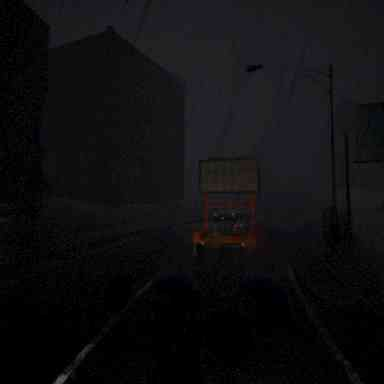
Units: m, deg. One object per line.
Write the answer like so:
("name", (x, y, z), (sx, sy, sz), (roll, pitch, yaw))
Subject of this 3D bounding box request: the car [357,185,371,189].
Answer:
("car", (42.698, -0.953, 85.256), (4.892, 1.521, 2.231), (3, -5, -27))

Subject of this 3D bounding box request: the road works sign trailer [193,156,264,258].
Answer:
("road works sign trailer", (1.493, 0.445, 12.923), (2.380, 3.560, 2.880), (-1, 0, 20))

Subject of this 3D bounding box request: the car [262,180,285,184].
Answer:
("car", (17.558, -1.951, 73.596), (4.674, 1.452, 2.002), (2, -5, -21))

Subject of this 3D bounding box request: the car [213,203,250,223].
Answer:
("car", (3.279, 1.649, 26.453), (1.812, 1.442, 4.674), (-2, -1, 27))

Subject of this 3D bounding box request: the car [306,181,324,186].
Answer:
("car", (27.743, -1.727, 77.937), (4.553, 1.767, 2.185), (2, -5, -24))

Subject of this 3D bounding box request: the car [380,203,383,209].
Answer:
("car", (33.298, 2.030, 54.971), (4.674, 1.442, 1.812), (0, -4, -25))

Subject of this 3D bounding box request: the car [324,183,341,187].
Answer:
("car", (32.930, -1.358, 80.343), (4.792, 1.488, 2.163), (2, -5, -25))

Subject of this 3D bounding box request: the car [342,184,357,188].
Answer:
("car", (37.884, -1.134, 82.767), (4.674, 1.452, 2.002), (2, -5, -26))

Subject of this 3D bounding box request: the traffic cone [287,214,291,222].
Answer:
("traffic cone", (7.206, 1.954, 24.731), (0.340, 0.580, 0.340), (-2, -1, 19))

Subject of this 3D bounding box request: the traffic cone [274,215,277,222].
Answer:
("traffic cone", (6.268, 1.982, 25.060), (0.340, 0.580, 0.340), (-2, -1, 18))

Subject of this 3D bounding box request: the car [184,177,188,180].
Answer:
("car", (-3.067, -2.718, 65.954), (4.553, 1.767, 2.185), (2, -5, -20))

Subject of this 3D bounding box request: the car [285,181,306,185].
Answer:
("car", (22.685, -1.800, 75.714), (5.008, 1.535, 2.097), (2, -5, -22))
